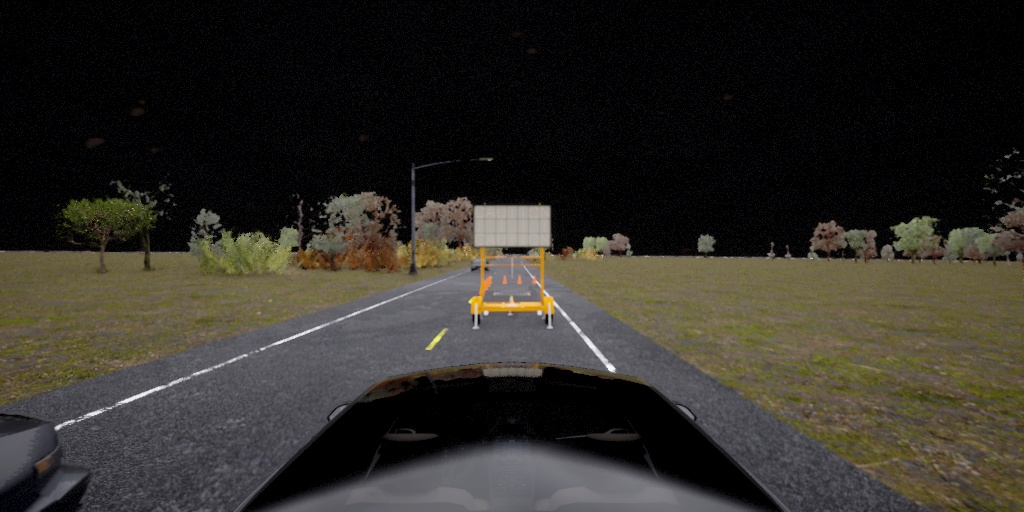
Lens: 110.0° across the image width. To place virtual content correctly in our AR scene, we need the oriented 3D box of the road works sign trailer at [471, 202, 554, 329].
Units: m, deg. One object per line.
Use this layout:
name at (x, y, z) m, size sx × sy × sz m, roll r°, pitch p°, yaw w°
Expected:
road works sign trailer at (0.007, 0.157, 11.057) m, size 2.380 × 3.560 × 2.880 m, roll 0°, pitch 0°, yaw -1°

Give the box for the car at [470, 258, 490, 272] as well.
car at (-3.522, 1.025, 40.256) m, size 1.837 × 1.490 × 4.892 m, roll 0°, pitch 0°, yaw 0°
